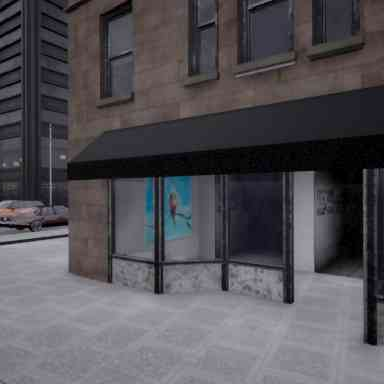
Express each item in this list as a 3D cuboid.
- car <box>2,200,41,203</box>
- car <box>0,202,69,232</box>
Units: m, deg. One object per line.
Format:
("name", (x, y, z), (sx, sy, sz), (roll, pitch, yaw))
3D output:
("car", (-11.369, 1.311, 21.013), (2.097, 1.767, 4.553), (0, 0, 35))
("car", (-8.451, 1.491, 19.765), (2.033, 1.411, 5.357), (0, 0, 35))
